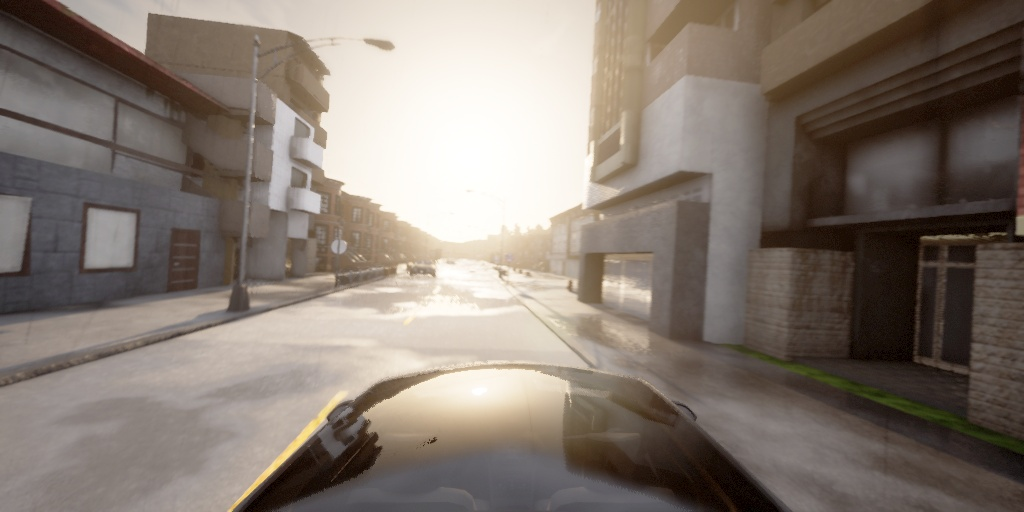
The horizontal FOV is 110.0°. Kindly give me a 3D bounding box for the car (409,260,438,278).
[{"bbox_3d":[-7.278,1.012,29.981,1.994,1.385,4.181,4,0,-7],"label":"car"}]
